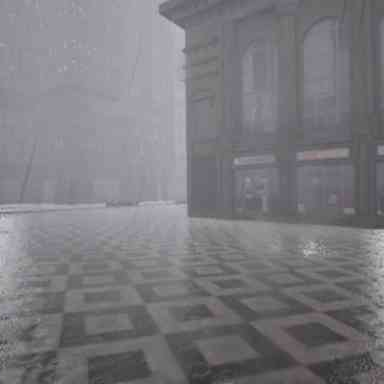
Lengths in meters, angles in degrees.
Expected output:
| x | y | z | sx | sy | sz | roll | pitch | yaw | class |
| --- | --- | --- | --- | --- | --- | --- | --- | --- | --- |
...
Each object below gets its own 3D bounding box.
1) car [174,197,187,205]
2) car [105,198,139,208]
| x | y | z | sx | sy | sz | roll | pitch | yaw | class |
| --- | --- | --- | --- | --- | --- | --- | --- | --- | --- |
| -0.715 | 1.382 | 51.795 | 1.895 | 1.301 | 4.718 | -1 | 0 | 36 | car |
| -9.426 | 1.495 | 44.979 | 1.895 | 1.301 | 4.718 | -1 | 0 | 36 | car |
